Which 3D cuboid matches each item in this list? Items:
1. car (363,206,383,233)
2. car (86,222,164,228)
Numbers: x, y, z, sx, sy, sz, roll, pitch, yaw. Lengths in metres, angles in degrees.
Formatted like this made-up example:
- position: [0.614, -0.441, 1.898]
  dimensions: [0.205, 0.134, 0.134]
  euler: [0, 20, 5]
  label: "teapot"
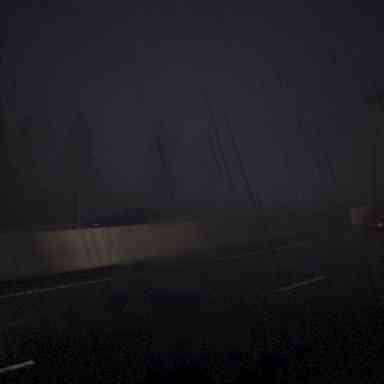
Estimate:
- position: [11.382, 1.520, 18.998]
  dimensions: [1.882, 1.535, 5.008]
  euler: [0, 0, 43]
  label: "car"
- position: [-3.645, 1.584, 19.212]
  dimensions: [5.008, 1.535, 1.882]
  euler: [0, 0, -41]
  label: "car"
